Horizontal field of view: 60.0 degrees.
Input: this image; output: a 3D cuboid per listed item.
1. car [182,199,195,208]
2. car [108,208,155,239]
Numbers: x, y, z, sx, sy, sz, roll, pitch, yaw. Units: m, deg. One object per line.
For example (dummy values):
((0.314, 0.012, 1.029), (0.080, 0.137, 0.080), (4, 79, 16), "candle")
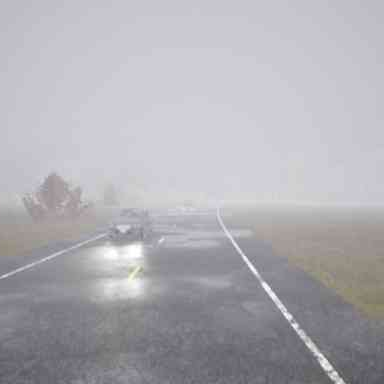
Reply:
((-0.587, 2.019, 59.859), (1.837, 1.490, 4.892), (0, 0, 6), "car")
((-3.273, 1.649, 18.609), (2.128, 1.511, 4.902), (0, 0, 2), "car")
